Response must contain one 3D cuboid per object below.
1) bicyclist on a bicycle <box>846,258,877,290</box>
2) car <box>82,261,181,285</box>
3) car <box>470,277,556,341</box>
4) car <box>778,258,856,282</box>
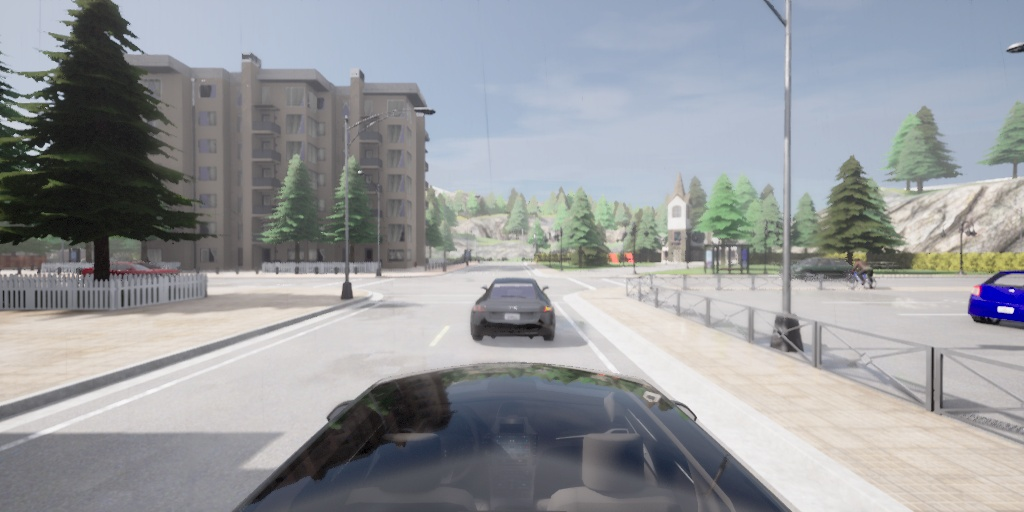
[{"bbox_3d":[18.386,0.947,18.913,0.582,1.620,1.656,0,0,-1],"label":"bicyclist on a bicycle"},{"bbox_3d":[-23.481,1.101,22.267,5.008,1.535,1.882,0,0,-1],"label":"car"},{"bbox_3d":[0.069,1.259,9.694,1.994,1.385,4.181,0,0,2],"label":"car"},{"bbox_3d":[22.341,0.947,26.434,4.553,1.767,2.097,0,0,-1],"label":"car"}]
